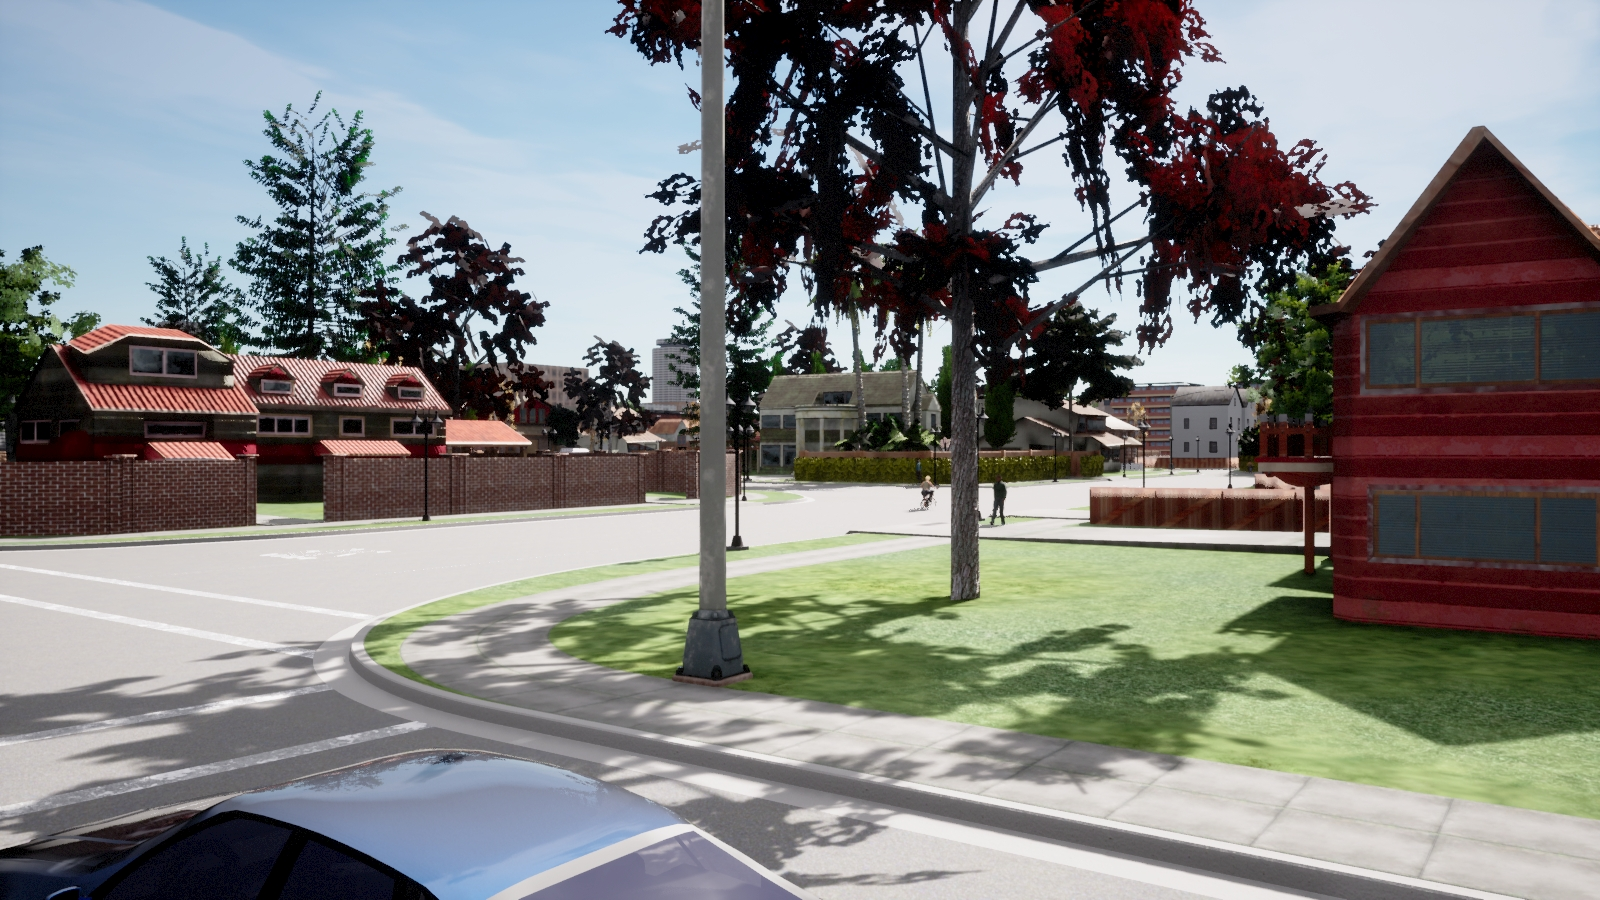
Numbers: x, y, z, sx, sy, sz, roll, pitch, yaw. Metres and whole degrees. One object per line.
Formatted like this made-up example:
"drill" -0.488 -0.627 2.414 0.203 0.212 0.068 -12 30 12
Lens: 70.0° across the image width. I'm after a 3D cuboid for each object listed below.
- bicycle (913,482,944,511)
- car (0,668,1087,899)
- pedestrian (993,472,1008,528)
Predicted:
"bicycle" 5.982 2.145 53.220 0.859 1.301 1.487 0 0 32
"car" -1.713 2.106 4.943 5.357 1.411 2.033 0 0 36
"pedestrian" 6.838 1.704 39.026 0.375 1.860 0.375 0 0 35
